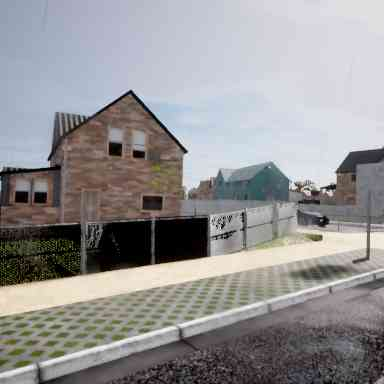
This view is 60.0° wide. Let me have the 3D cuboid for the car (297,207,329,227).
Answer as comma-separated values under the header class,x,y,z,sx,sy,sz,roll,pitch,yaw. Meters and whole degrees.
class,x,y,z,sx,sy,sz,roll,pitch,yaw
car,7.571,1.724,23.602,1.994,1.385,4.181,3,-2,-28
